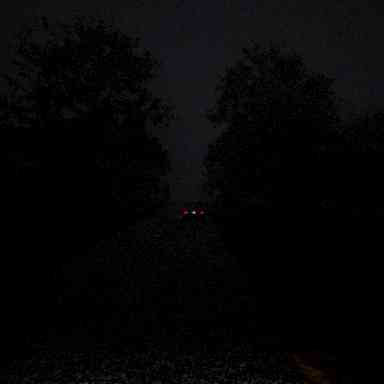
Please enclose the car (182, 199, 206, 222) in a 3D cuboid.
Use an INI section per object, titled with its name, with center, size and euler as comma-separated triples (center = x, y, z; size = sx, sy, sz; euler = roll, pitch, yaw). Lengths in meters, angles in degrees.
[car]
center = 0.145, 1.543, 26.652
size = 2.033, 1.411, 5.357
euler = 0, 0, 0
